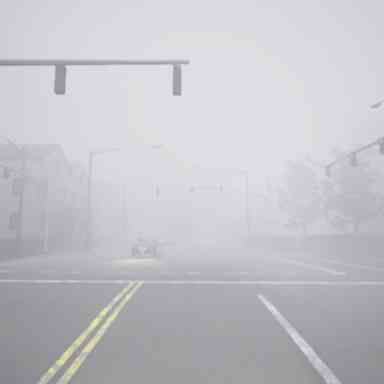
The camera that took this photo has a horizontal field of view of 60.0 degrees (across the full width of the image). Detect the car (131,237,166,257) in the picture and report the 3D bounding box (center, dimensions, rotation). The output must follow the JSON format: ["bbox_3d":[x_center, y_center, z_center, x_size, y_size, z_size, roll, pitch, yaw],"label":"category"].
[{"bbox_3d":[-3.503,4.255,25.928,2.128,1.511,4.902,0,-8,0],"label":"car"}]

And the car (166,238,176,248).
[{"bbox_3d":[-3.503,7.662,50.035,1.994,1.385,4.181,0,-8,0],"label":"car"}]
